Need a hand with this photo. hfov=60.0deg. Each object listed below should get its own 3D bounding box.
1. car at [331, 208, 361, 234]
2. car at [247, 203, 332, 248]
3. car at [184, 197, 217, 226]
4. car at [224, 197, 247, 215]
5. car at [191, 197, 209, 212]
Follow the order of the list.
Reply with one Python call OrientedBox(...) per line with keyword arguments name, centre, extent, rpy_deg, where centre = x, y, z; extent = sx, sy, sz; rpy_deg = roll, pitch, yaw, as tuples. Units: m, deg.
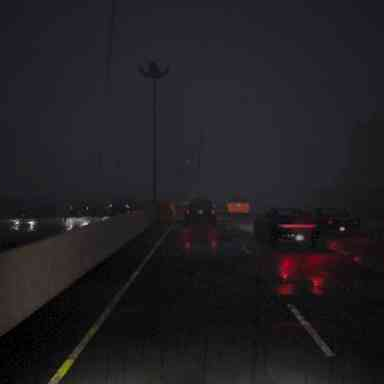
OrientedBox(name="car", centre=(7.511, 1.530, 18.750), extent=(1.895, 1.301, 4.718), rpy_deg=(0, 0, 1))
OrientedBox(name="car", centre=(3.927, 1.437, 14.404), extent=(2.128, 1.511, 4.902), rpy_deg=(0, 0, 1))
OrientedBox(name="car", centre=(0.586, 1.269, 22.959), extent=(2.097, 1.767, 4.553), rpy_deg=(0, 0, 1))
OrientedBox(name="car", centre=(4.260, 1.233, 32.071), extent=(2.097, 1.767, 4.553), rpy_deg=(0, 0, 1))
OrientedBox(name="car", centre=(0.853, 1.369, 37.048), extent=(1.837, 1.490, 4.892), rpy_deg=(0, 0, 1))
